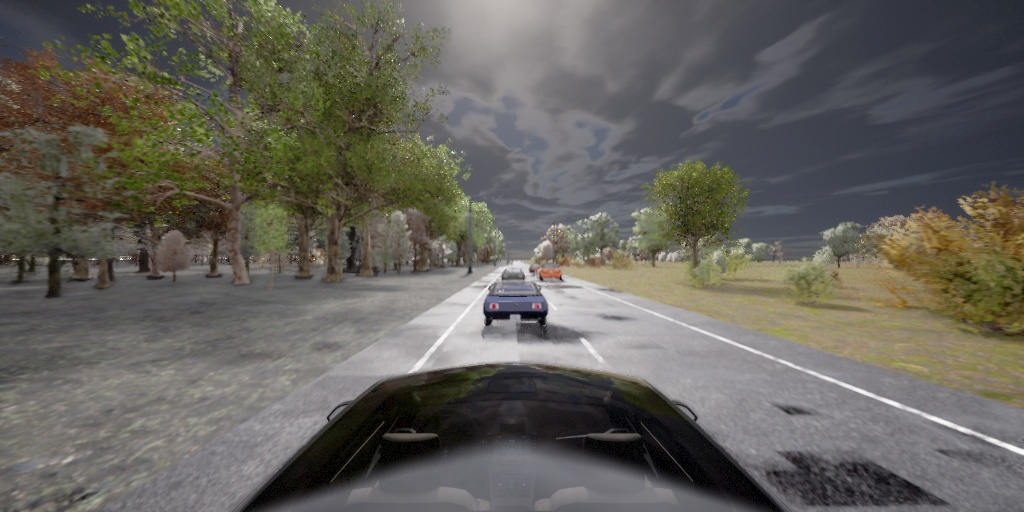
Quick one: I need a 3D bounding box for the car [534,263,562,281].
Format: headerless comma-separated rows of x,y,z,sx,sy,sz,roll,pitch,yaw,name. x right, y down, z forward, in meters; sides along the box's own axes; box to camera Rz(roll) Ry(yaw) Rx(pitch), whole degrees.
3.595,1.449,34.955,2.097,1.767,4.553,0,-1,0,car

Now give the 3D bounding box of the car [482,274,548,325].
0.097,1.461,12.277,1.895,1.301,4.718,0,-1,0,car

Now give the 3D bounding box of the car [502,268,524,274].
0.094,1.652,30.508,1.895,1.301,4.718,0,-1,0,car

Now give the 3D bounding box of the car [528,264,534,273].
3.595,1.869,54.644,1.994,1.385,4.181,0,-1,0,car
